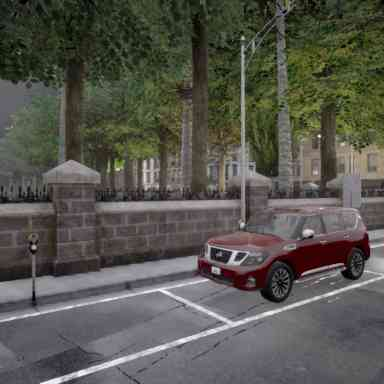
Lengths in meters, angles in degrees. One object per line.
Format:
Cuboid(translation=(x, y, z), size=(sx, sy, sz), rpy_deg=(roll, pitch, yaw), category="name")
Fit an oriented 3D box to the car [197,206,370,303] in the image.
Cuboid(translation=(2.532, 1.314, 8.398), size=(5.009, 1.841, 2.192), rpy_deg=(0, 0, -36), category="car")
